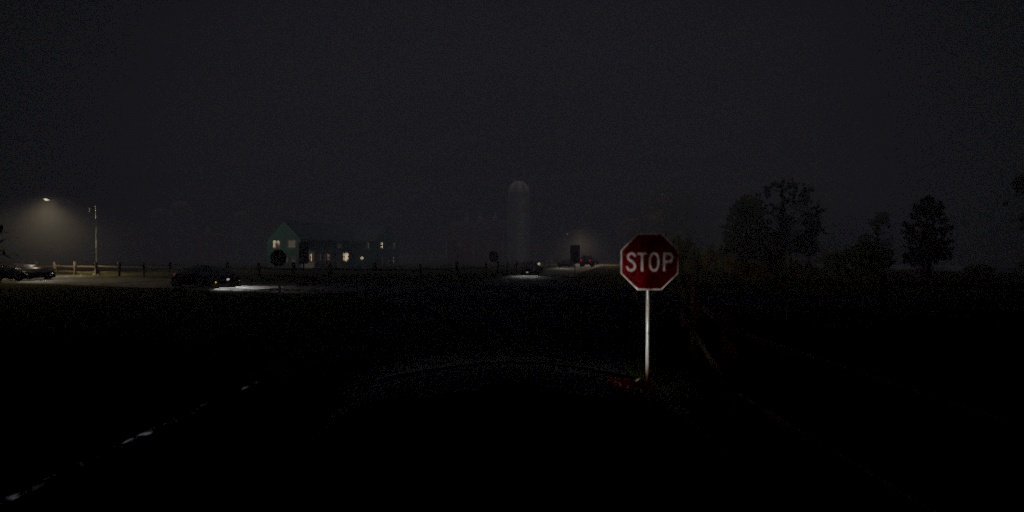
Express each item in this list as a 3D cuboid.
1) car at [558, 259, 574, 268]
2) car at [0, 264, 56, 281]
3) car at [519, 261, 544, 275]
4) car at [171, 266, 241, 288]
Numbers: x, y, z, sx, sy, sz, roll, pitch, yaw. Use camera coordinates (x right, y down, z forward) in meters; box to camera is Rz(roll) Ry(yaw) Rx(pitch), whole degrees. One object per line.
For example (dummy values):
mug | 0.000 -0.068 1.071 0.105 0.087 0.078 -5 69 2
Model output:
car | 8.997 1.249 59.528 2.033 1.411 5.357 0 0 19
car | -41.532 1.367 30.468 5.357 1.411 2.033 0 1 18
car | 2.186 1.263 38.152 2.033 1.411 5.357 0 0 15
car | -20.239 1.335 23.746 4.181 1.385 1.994 0 1 17
